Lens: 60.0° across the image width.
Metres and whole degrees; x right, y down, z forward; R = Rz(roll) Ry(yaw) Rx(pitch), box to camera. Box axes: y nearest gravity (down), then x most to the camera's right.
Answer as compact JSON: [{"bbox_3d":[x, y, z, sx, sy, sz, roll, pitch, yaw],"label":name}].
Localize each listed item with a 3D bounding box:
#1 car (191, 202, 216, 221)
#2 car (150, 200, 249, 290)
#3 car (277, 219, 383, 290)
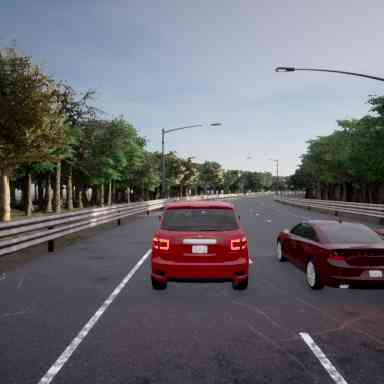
[{"bbox_3d":[1.031,1.569,28.223,1.994,1.385,4.181,0,0,4],"label":"car"},{"bbox_3d":[0.207,1.223,9.237,2.150,2.045,5.566,0,0,1],"label":"car"},{"bbox_3d":[3.713,1.479,9.113,1.882,1.535,5.008,0,0,1],"label":"car"}]
